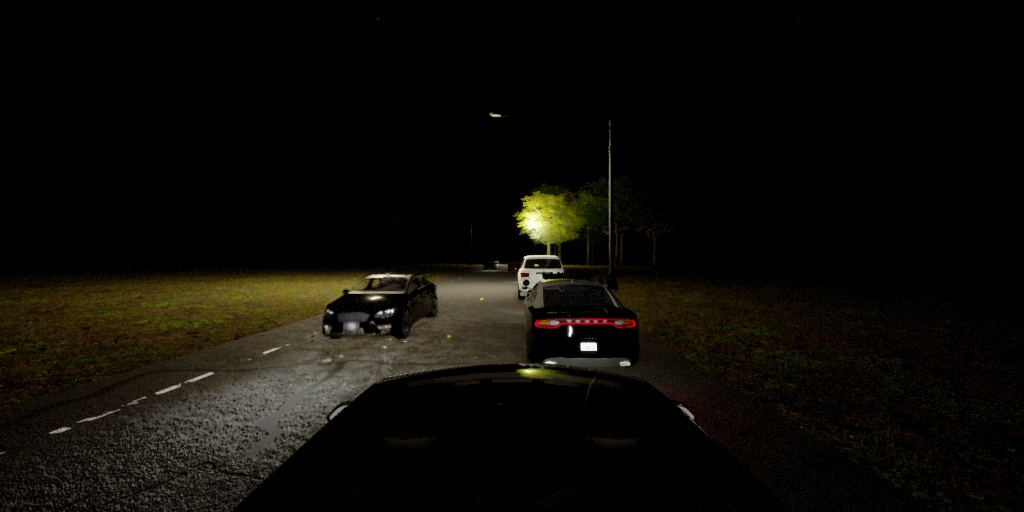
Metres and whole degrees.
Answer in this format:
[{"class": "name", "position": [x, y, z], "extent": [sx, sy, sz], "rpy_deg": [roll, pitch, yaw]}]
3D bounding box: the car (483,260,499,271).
[{"class": "car", "position": [-3.247, 1.385, 53.052], "extent": [2.033, 1.411, 5.357], "rpy_deg": [0, 0, -1]}]

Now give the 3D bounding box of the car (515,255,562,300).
[{"class": "car", "position": [1.382, 0.988, 17.970], "extent": [2.150, 2.045, 5.566], "rpy_deg": [0, 0, 1]}]

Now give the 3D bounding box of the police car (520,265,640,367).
[{"class": "police car", "position": [1.216, 1.175, 8.025], "extent": [1.930, 1.638, 5.238], "rpy_deg": [0, 0, 1]}]

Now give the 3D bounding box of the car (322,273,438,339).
[{"class": "car", "position": [-3.402, 1.246, 10.141], "extent": [2.128, 1.511, 4.902], "rpy_deg": [0, 0, 1]}]

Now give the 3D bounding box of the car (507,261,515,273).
[{"class": "car", "position": [0.460, 1.341, 45.398], "extent": [1.812, 1.442, 4.674], "rpy_deg": [0, 0, 0]}]

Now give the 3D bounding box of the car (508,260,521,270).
[{"class": "car", "position": [0.332, 1.402, 57.063], "extent": [1.994, 1.385, 4.181], "rpy_deg": [0, -1, -1]}]
